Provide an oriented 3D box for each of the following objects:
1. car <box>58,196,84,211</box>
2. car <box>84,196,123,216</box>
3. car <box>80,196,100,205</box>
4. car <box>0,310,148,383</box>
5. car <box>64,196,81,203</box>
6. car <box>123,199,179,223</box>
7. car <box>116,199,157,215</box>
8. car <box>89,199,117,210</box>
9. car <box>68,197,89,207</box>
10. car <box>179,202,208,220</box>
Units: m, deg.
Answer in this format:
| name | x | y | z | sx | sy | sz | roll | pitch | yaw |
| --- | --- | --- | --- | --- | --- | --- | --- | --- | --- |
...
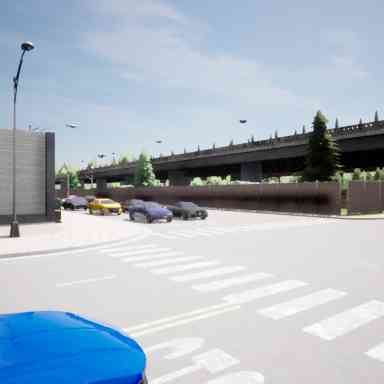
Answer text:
| name | x | y | z | sx | sy | sz | roll | pitch | yaw |
| --- | --- | --- | --- | --- | --- | --- | --- | --- | --- |
| car | -14.267 | 1.492 | 40.499 | 2.033 | 1.411 | 5.357 | 0 | 0 | -35 |
| car | -8.571 | 1.422 | 32.520 | 1.882 | 1.535 | 5.008 | 0 | 0 | -36 |
| car | -17.819 | 1.422 | 57.832 | 1.882 | 1.535 | 5.008 | 0 | 0 | -36 |
| car | -2.624 | 1.478 | 1.902 | 5.008 | 1.535 | 1.882 | 0 | 0 | -36 |
| car | -23.745 | 1.469 | 65.951 | 1.812 | 1.442 | 4.674 | 0 | 0 | -36 |
| car | -3.204 | 1.470 | 25.015 | 1.812 | 1.442 | 4.674 | 0 | 0 | -36 |
| car | -5.906 | 1.492 | 34.822 | 2.033 | 1.411 | 5.357 | 0 | 0 | -35 |
| car | -11.476 | 1.545 | 42.632 | 1.895 | 1.301 | 4.718 | 0 | 0 | -35 |
| car | -17.435 | 1.470 | 51.074 | 1.812 | 1.442 | 4.674 | 0 | 0 | -35 |
| car | -0.541 | 1.508 | 27.305 | 1.994 | 1.385 | 4.181 | 0 | 0 | -36 |
